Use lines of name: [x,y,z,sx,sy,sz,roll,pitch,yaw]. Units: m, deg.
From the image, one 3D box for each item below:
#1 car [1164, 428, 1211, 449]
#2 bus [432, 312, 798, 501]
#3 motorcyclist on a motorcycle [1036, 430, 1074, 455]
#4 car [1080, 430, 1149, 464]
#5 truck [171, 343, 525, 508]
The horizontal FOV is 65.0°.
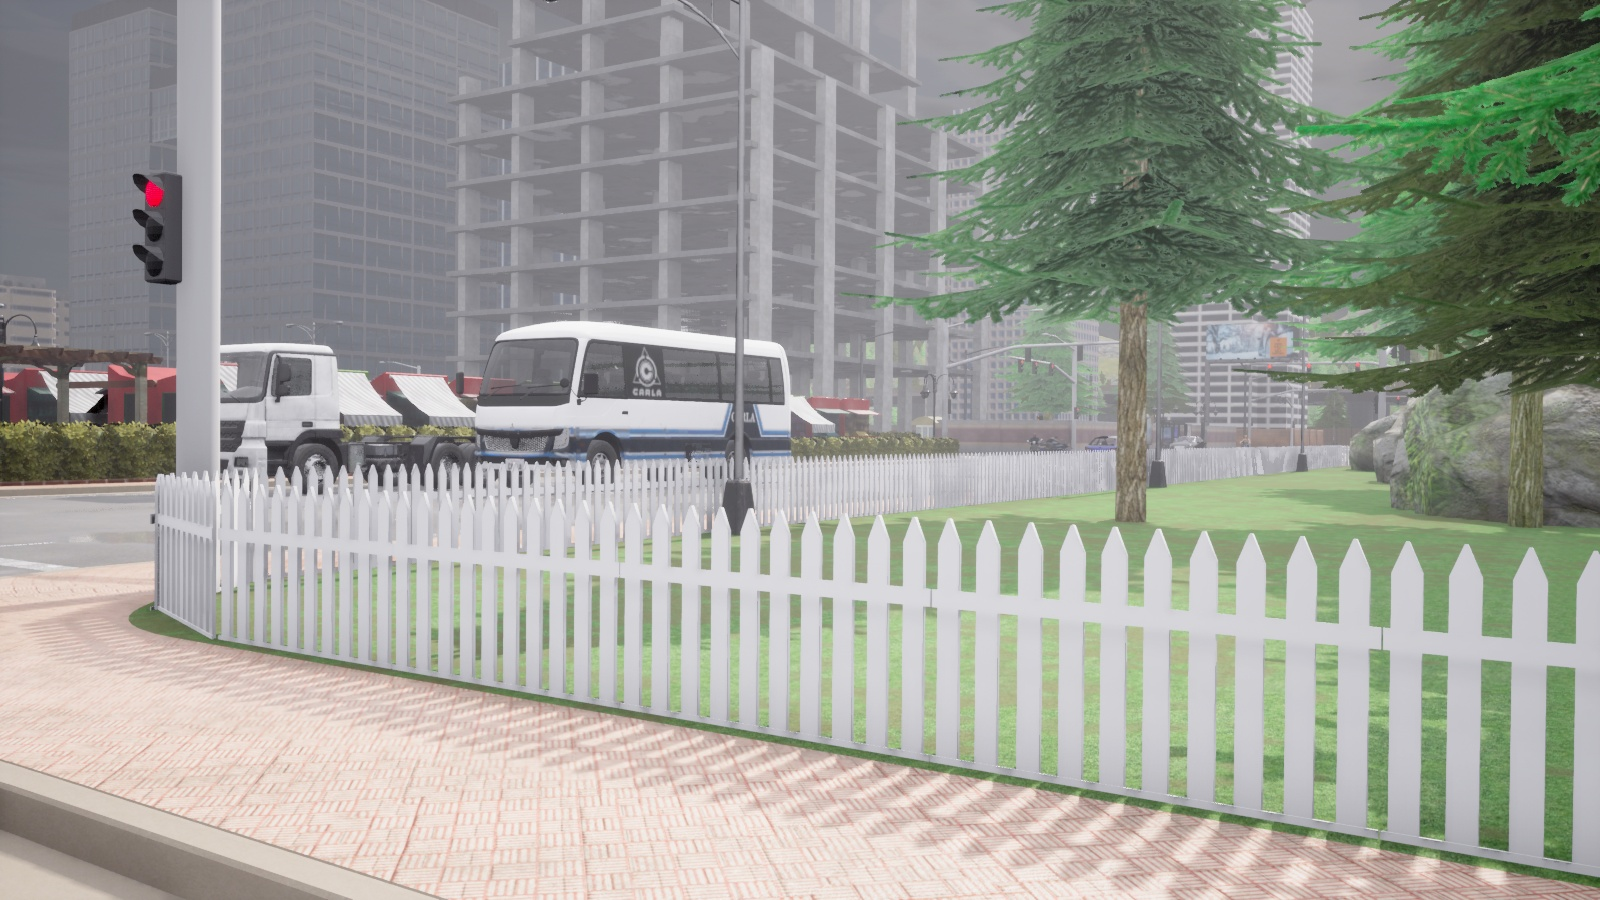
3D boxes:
car: [28.794,-0.845,93.194,2.128,1.511,4.902,0,1,32]
bus: [-4.467,-1.065,33.699,3.944,4.253,10.273,0,1,32]
motorcyclist on a motorcycle: [15.941,-0.463,78.523,2.191,1.530,0.866,0,0,18]
car: [14.279,-0.162,56.946,1.816,1.474,4.193,0,1,32]
truck: [-10.611,-0.571,30.501,2.891,3.462,7.936,0,1,32]
